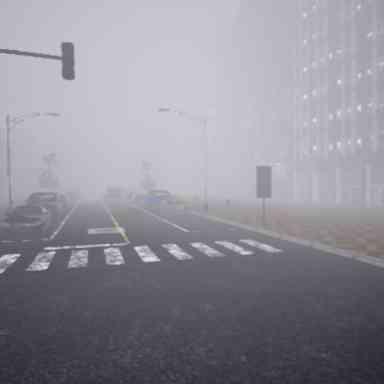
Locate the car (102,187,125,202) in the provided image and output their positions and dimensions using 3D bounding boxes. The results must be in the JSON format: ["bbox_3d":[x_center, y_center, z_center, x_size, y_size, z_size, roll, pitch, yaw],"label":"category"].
[{"bbox_3d":[-11.075,0.275,46.582,2.150,2.045,5.566,-1,1,-17],"label":"car"}]

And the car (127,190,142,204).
[{"bbox_3d":[-6.238,0.712,39.611,2.008,1.369,4.403,-1,1,-17],"label":"car"}]

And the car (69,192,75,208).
[{"bbox_3d":[-12.635,0.951,31.860,2.008,1.369,4.403,-1,1,-17],"label":"car"}]

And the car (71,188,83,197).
[{"bbox_3d":[-20.725,0.435,58.405,2.008,1.369,4.403,-1,1,-17],"label":"car"}]

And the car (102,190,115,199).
[{"bbox_3d":[-14.300,0.419,56.829,1.994,1.385,4.181,-1,1,-17],"label":"car"}]

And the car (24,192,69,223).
[{"bbox_3d":[-9.400,0.922,21.237,2.192,1.841,5.009,-1,1,-17],"label":"car"}]

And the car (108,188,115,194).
[{"bbox_3d":[-22.466,-0.346,92.864,1.752,1.417,4.829,-1,1,-17],"label":"car"}]

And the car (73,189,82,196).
[{"bbox_3d":[-25.529,0.104,74.169,1.752,1.417,4.829,-1,1,-17],"label":"car"}]

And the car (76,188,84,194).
[{"bbox_3d":[-30.433,-0.292,90.257,1.967,1.590,4.097,-1,1,-17],"label":"car"}]

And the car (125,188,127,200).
[{"bbox_3d":[-9.473,0.521,50.230,1.947,1.339,4.313,-1,1,-17],"label":"car"}]

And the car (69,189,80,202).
[{"bbox_3d":[-17.439,0.619,47.624,1.752,1.417,4.829,-1,1,-17],"label":"car"}]

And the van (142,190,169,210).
[{"bbox_3d":[-3.003,0.709,28.989,1.690,1.788,3.998,-1,1,-17],"label":"van"}]

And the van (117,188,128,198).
[{"bbox_3d":[-12.710,0.090,60.843,1.690,1.788,3.998,-1,1,-17],"label":"van"}]

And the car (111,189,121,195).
[{"bbox_3d":[-17.564,0.006,76.775,1.947,1.339,4.313,-1,1,-17],"label":"car"}]

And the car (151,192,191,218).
[{"bbox_3d":[-1.433,0.994,23.846,1.752,1.417,4.829,-1,1,-17],"label":"car"}]

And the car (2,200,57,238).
[{"bbox_3d":[-7.781,1.293,15.933,1.802,1.307,4.206,-1,1,-17],"label":"car"}]
